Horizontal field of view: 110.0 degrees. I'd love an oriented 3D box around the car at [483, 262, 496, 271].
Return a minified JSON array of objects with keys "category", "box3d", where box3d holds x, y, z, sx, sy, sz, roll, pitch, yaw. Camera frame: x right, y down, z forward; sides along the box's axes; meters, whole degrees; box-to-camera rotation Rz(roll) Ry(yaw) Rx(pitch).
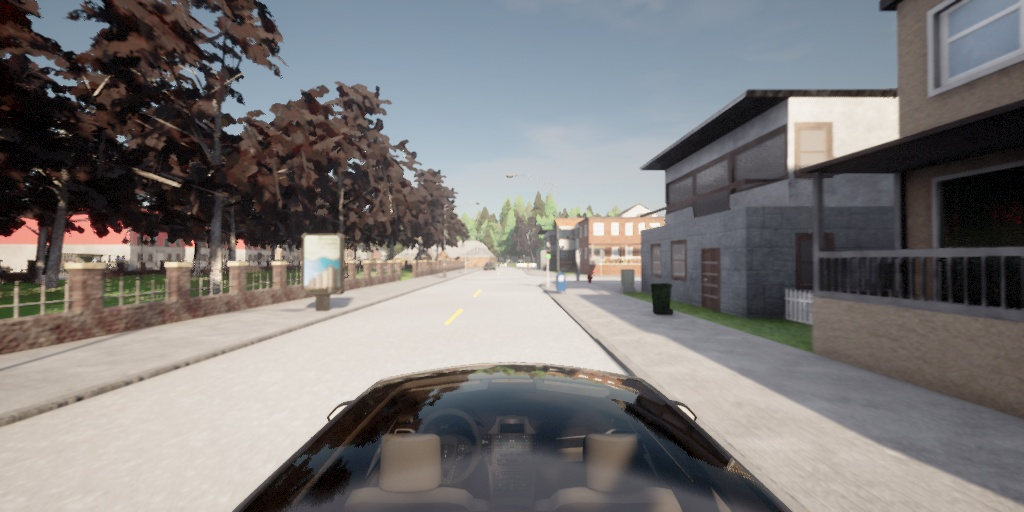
[{"category":"car","box3d":[-4.032,1.801,64.637,2.097,1.767,4.553,0,-1,0]}]
